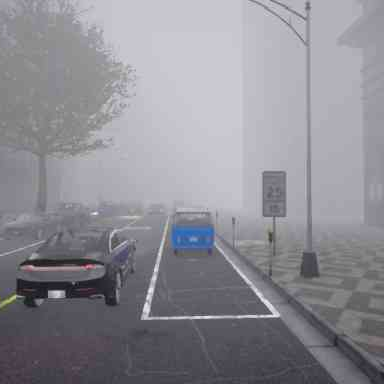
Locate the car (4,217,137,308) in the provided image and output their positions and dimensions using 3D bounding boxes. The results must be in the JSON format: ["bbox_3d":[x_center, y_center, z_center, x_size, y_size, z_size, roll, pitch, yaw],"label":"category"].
[{"bbox_3d":[-2.492,1.603,8.220,2.128,1.511,4.902,0,-1,-3],"label":"car"}]

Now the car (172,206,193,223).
[{"bbox_3d":[-0.941,2.018,30.251,1.802,1.307,4.206,0,-1,-3],"label":"car"}]

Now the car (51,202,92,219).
[{"bbox_3d":[-9.134,1.656,24.025,2.192,1.841,5.009,0,-1,-3],"label":"car"}]

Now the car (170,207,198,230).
[{"bbox_3d":[-0.642,1.900,24.846,1.887,1.381,4.507,0,-1,-3],"label":"car"}]

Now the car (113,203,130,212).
[{"bbox_3d":[-10.594,2.305,50.422,1.947,1.339,4.313,0,-1,-3],"label":"car"}]

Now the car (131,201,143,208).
[{"bbox_3d":[-11.723,2.603,70.840,2.008,1.369,4.403,0,-1,-3],"label":"car"}]

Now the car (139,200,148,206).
[{"bbox_3d":[-12.625,2.858,87.146,2.008,1.369,4.403,0,-1,-3],"label":"car"}]

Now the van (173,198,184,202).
[{"bbox_3d":[-1.837,2.021,46.467,1.690,1.788,3.998,0,-1,-3],"label":"van"}]

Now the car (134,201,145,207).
[{"bbox_3d":[-12.024,2.682,76.275,1.887,1.381,4.507,0,-1,-3],"label":"car"}]

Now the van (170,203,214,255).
[{"bbox_3d":[-0.044,1.538,14.041,1.690,1.788,3.998,0,-1,-3],"label":"van"}]

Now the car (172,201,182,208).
[{"bbox_3d":[-3.033,2.577,68.081,1.947,1.339,4.313,0,-1,-3],"label":"car"}]

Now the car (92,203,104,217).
[{"bbox_3d":[-9.427,1.971,29.302,2.008,1.369,4.403,0,-1,-3],"label":"car"}]

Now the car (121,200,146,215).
[{"bbox_3d":[-7.430,2.121,43.198,2.128,1.511,4.902,0,-1,-3],"label":"car"}]

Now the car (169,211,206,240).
[{"bbox_3d":[-0.344,1.842,19.442,1.947,1.339,4.313,0,-1,-3],"label":"car"}]

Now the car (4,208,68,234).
[{"bbox_3d":[-8.843,1.808,18.741,1.887,1.381,4.507,0,-1,-3],"label":"car"}]

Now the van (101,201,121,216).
[{"bbox_3d":[-10.010,1.920,39.865,1.690,1.788,3.998,0,-1,-3],"label":"van"}]

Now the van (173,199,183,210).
[{"bbox_3d":[-2.435,2.186,57.276,1.690,1.788,3.998,0,-1,-3],"label":"van"}]

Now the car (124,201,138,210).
[{"bbox_3d":[-11.178,2.451,60.984,2.008,1.369,4.403,0,-1,-3],"label":"car"}]

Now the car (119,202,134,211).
[{"bbox_3d":[-10.877,2.342,55.534,1.752,1.417,4.829,0,-1,-3],"label":"car"}]

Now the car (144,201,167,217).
[{"bbox_3d":[-4.148,2.117,39.183,2.033,1.411,5.357,0,-1,-3],"label":"car"}]
